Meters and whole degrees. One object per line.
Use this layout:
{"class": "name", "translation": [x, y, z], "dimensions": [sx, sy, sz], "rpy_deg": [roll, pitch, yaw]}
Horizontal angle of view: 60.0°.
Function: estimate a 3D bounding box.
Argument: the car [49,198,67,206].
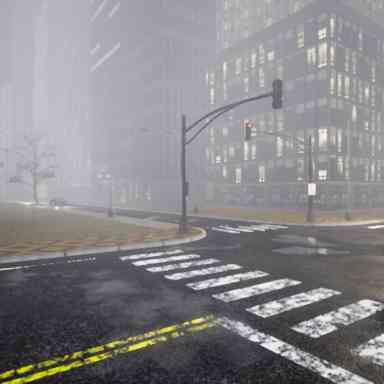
{"class": "car", "translation": [-21.808, 1.601, 54.157], "dimensions": [1.895, 1.301, 4.718], "rpy_deg": [0, 0, -35]}
